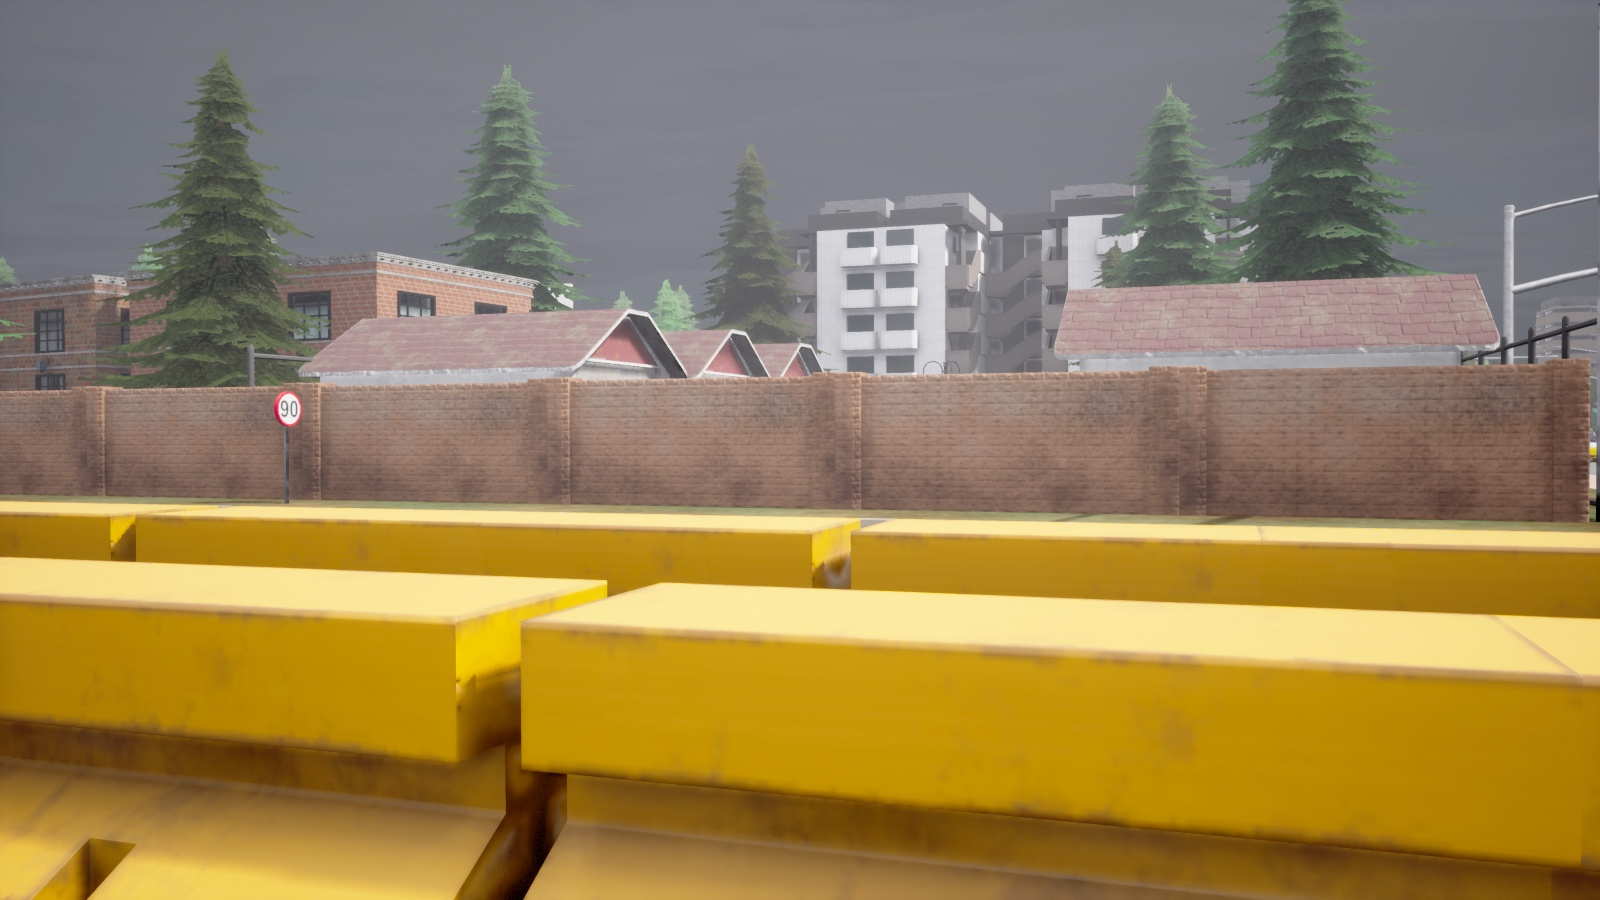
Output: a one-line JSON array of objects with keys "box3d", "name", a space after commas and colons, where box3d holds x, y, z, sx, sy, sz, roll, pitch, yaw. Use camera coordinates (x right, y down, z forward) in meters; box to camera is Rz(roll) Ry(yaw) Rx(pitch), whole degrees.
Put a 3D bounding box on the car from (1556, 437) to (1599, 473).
[{"box3d": [31.480, 0.191, 50.502, 1.481, 1.376, 2.207, 1, 1, 20], "name": "car"}]
